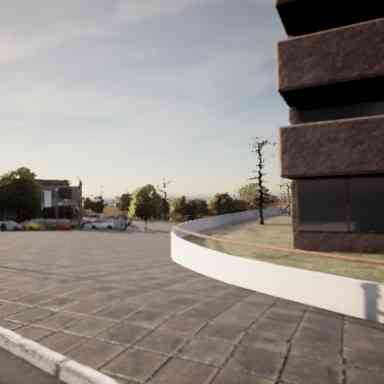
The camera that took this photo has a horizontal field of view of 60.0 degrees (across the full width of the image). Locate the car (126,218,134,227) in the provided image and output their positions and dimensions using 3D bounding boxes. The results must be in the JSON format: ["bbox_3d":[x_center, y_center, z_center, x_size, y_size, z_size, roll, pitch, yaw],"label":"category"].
[{"bbox_3d":[-18.173,8.651,90.282,2.163,1.488,4.792,0,1,10],"label":"car"}]

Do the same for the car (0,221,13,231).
[{"bbox_3d":[-28.423,4.734,46.782,4.674,1.452,2.002,0,-6,5],"label":"car"}]

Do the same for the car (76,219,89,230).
[{"bbox_3d":[-21.995,6.147,60.402,4.892,1.521,2.231,-1,-6,5],"label":"car"}]

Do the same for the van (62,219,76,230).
[{"bbox_3d":[-23.170,5.631,57.704,4.442,1.987,1.878,0,-6,5],"label":"van"}]

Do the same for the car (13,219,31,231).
[{"bbox_3d":[-27.151,5.026,49.516,4.674,1.452,2.002,0,-6,5],"label":"car"}]

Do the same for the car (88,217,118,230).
[{"bbox_3d":[-18.171,6.766,68.589,5.566,2.045,2.435,0,-6,5],"label":"car"}]

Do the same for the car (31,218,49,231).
[{"bbox_3d":[-26.046,5.274,52.256,5.366,1.575,1.946,0,-6,5],"label":"car"}]

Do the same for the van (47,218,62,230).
[{"bbox_3d":[-24.457,5.341,54.978,4.442,1.987,1.878,-1,-6,5],"label":"van"}]
